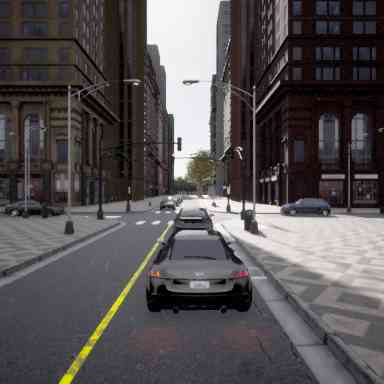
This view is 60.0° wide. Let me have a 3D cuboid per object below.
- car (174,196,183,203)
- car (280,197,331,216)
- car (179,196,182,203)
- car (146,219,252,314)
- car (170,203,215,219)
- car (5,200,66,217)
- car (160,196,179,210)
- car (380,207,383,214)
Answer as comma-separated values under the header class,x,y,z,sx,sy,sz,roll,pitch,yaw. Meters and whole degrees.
class,x,y,z,sx,sy,sz,roll,pitch,yaw
car,-2.986,1.549,73.497,1.812,1.442,4.674,0,0,0
car,10.869,1.388,32.115,4.553,1.767,2.097,0,0,1
car,-3.081,1.494,52.850,2.128,1.511,4.902,0,0,0
car,0.110,1.564,7.724,1.994,1.385,4.181,0,0,-1
car,0.064,1.505,16.632,1.837,1.490,4.892,0,0,0
car,-13.496,1.459,28.888,4.892,1.490,1.837,0,0,-1
car,-3.083,1.547,43.089,2.033,1.411,5.357,0,0,0
car,20.525,1.630,32.076,4.181,1.385,1.994,0,0,0
